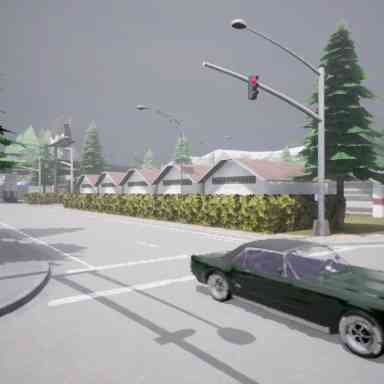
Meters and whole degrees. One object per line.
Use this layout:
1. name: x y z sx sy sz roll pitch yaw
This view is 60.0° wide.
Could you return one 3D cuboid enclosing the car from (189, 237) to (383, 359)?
1. car: 2.046 1.624 6.265 1.895 1.301 4.718 0 0 -37
